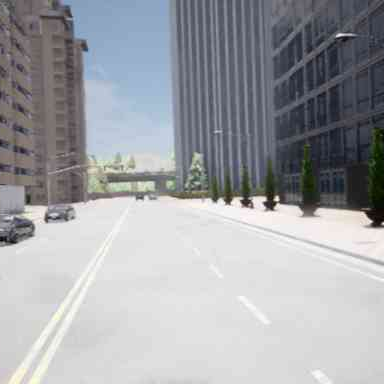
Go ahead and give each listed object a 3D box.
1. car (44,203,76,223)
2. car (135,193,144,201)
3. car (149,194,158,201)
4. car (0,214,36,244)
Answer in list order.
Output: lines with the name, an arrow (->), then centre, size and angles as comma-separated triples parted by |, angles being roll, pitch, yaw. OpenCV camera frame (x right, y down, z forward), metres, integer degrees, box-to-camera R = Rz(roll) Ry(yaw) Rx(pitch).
car -> -11.517, 1.770, 29.251 | 2.128, 1.511, 4.902 | -2, 0, -9
car -> -13.258, 1.258, 84.620 | 2.150, 2.045, 5.566 | -2, 0, -9
car -> -9.790, 1.499, 85.173 | 1.895, 1.301, 4.718 | -2, 0, -9
car -> -9.576, 1.838, 17.098 | 1.994, 1.385, 4.181 | -2, 0, -9
